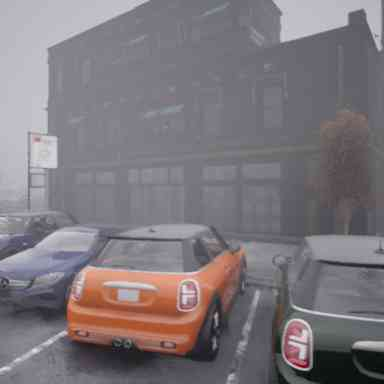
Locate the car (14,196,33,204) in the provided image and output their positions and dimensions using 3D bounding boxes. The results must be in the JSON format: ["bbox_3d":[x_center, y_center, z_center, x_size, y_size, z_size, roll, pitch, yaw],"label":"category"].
[{"bbox_3d":[-23.561,1.688,42.677,4.792,1.488,2.163,1,1,14],"label":"car"}]

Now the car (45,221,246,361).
[{"bbox_3d":[-0.236,1.373,6.301,2.185,1.767,4.553,0,-1,16],"label":"car"}]

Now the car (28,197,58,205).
[{"bbox_3d":[-28.989,1.739,64.810,4.892,1.521,2.231,-1,-1,14],"label":"car"}]

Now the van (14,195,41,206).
[{"bbox_3d":[-30.800,1.512,62.333,4.442,1.987,1.878,-1,0,14],"label":"van"}]

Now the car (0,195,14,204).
[{"bbox_3d":[-25.169,1.405,40.243,5.566,2.045,2.435,1,0,14],"label":"car"}]

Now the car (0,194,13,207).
[{"bbox_3d":[-34.058,1.479,57.315,5.566,2.045,2.435,-1,-1,14],"label":"car"}]

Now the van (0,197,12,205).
[{"bbox_3d":[-9.943,1.316,13.469,1.878,1.987,4.442,0,-1,16],"label":"van"}]

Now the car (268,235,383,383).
[{"bbox_3d":[2.197,1.363,4.544,2.185,1.767,4.553,0,-1,16],"label":"car"}]

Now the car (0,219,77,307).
[{"bbox_3d":[-2.657,1.549,8.087,2.002,1.452,4.674,0,-1,16],"label":"car"}]

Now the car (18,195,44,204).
[{"bbox_3d":[-21.897,1.410,45.133,5.566,2.045,2.435,1,1,14],"label":"car"}]

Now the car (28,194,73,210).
[{"bbox_3d":[-20.231,1.413,47.579,5.566,2.045,2.435,1,1,14],"label":"car"}]

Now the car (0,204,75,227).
[{"bbox_3d":[-5.079,1.394,9.873,2.185,1.767,4.553,0,-1,16],"label":"car"}]

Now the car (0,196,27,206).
[{"bbox_3d":[-32.415,1.608,59.823,4.553,1.767,2.185,-1,-1,14],"label":"car"}]
